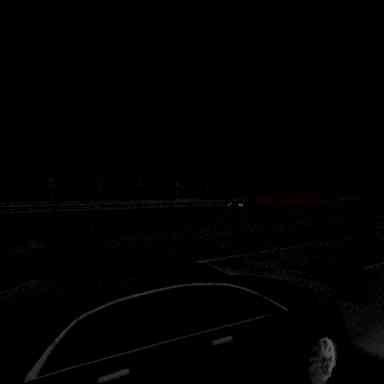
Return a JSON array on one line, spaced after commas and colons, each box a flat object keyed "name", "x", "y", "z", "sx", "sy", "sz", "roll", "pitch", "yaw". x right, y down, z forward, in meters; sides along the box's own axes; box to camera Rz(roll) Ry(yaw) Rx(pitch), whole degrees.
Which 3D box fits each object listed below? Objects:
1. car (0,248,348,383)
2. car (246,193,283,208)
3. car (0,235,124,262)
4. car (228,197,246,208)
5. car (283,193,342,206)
[{"name": "car", "x": -0.280, "y": 1.495, "z": 3.547, "sx": 4.892, "sy": 1.490, "sz": 1.837, "roll": 0, "pitch": 0, "yaw": -36}, {"name": "car", "x": 8.048, "y": 1.109, "z": 31.230, "sx": 5.566, "sy": 2.045, "sz": 2.150, "roll": 0, "pitch": 0, "yaw": -35}, {"name": "car", "x": -2.222, "y": 1.553, "z": 6.462, "sx": 4.181, "sy": 1.385, "sz": 1.994, "roll": 0, "pitch": 0, "yaw": -36}, {"name": "car", "x": 5.785, "y": 1.240, "z": 33.915, "sx": 4.553, "sy": 1.767, "sz": 2.097, "roll": 0, "pitch": 0, "yaw": -35}, {"name": "car", "x": 10.790, "y": 1.105, "z": 28.890, "sx": 5.566, "sy": 2.045, "sz": 2.150, "roll": 0, "pitch": 0, "yaw": -35}]
